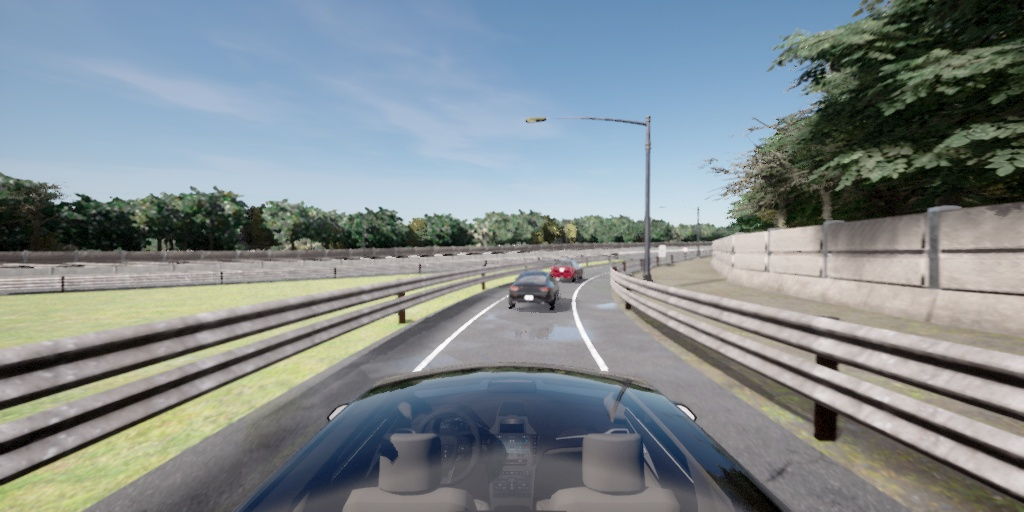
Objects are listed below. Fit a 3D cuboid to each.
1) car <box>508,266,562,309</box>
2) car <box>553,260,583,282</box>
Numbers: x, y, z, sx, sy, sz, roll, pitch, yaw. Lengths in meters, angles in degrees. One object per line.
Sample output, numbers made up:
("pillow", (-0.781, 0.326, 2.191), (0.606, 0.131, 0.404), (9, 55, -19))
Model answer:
("car", (1.026, 1.349, 15.359), (1.812, 1.442, 4.674), (0, 0, 10))
("car", (4.474, 1.084, 29.066), (2.097, 1.767, 4.553), (1, 1, 20))
